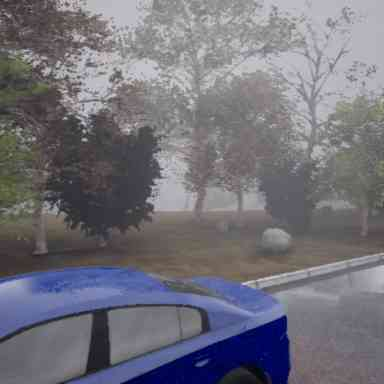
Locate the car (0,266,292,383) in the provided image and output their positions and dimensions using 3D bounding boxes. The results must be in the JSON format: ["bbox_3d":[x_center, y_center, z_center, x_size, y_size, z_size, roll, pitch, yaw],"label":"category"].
[{"bbox_3d":[-1.300,1.480,2.749,5.008,1.535,1.882,1,0,-35],"label":"car"}]
